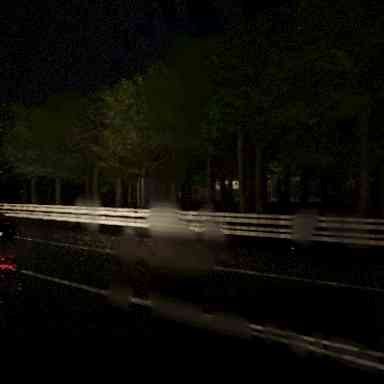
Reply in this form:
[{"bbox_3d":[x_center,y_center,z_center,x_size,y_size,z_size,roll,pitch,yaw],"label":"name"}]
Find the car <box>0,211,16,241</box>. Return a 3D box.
[{"bbox_3d":[-10.029,1.511,15.340,4.892,1.490,1.837,0,0,35],"label":"car"}]
